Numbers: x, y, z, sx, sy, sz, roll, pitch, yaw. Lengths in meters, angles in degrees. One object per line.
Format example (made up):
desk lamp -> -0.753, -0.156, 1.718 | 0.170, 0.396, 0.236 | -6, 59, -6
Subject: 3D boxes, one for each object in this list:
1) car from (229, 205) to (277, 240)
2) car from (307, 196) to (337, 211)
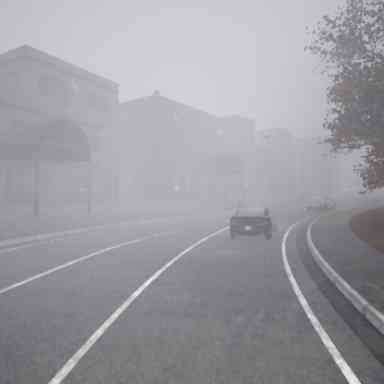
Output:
car -> 3.182, 1.387, 16.789 | 1.882, 1.535, 5.008 | 0, 0, 18
car -> 13.661, 1.152, 35.053 | 1.812, 1.442, 4.674 | -1, 1, 40
